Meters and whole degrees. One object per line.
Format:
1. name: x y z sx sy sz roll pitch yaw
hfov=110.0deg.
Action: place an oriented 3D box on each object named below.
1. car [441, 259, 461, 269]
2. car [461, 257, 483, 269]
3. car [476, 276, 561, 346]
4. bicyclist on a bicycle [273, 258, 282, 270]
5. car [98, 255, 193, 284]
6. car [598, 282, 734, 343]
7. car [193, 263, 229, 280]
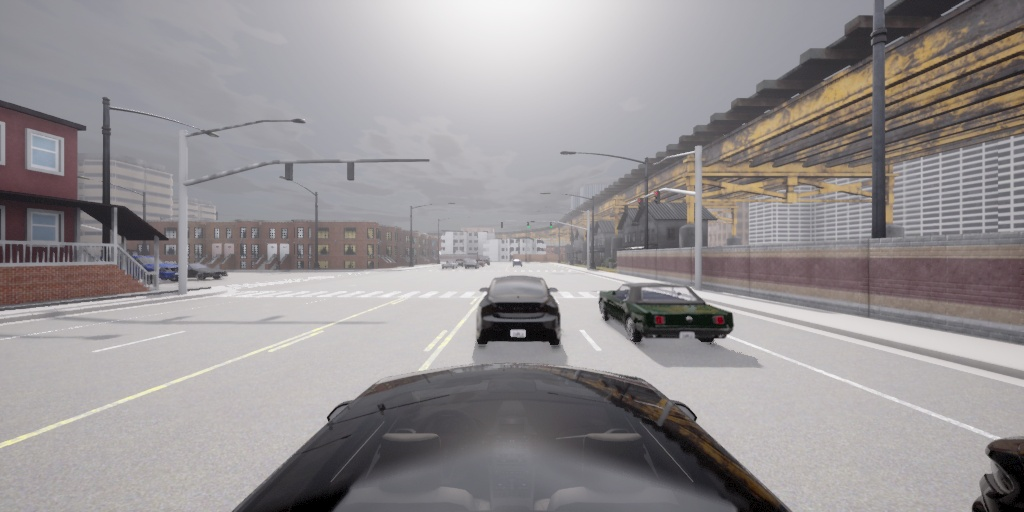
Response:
1. car: -9.801 1.351 56.657 1.895 1.301 4.718 0 0 2
2. car: -6.294 1.297 56.927 2.033 1.411 5.357 0 0 1
3. car: 0.172 1.256 9.436 1.837 1.490 4.892 0 0 1
4. bicyclist on a bicycle: -30.533 1.050 46.684 0.582 1.620 1.656 0 0 1
5. car: -27.629 0.971 26.658 5.566 2.045 2.150 0 0 1
6. car: 3.678 1.351 9.629 1.895 1.301 4.718 0 0 1
7. car: -27.093 1.297 30.144 5.357 1.411 2.033 0 0 1
